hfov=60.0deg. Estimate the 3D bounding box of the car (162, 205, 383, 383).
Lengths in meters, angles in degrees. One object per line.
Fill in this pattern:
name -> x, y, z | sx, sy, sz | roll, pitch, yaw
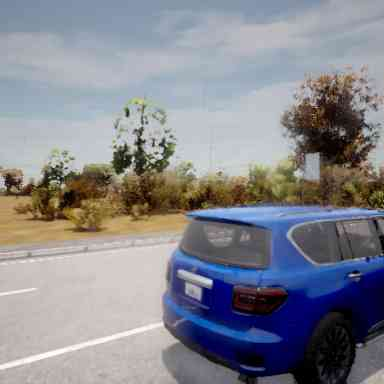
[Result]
car -> 2.204, 1.224, 5.387 | 5.566, 2.045, 2.150 | 0, 0, -35
